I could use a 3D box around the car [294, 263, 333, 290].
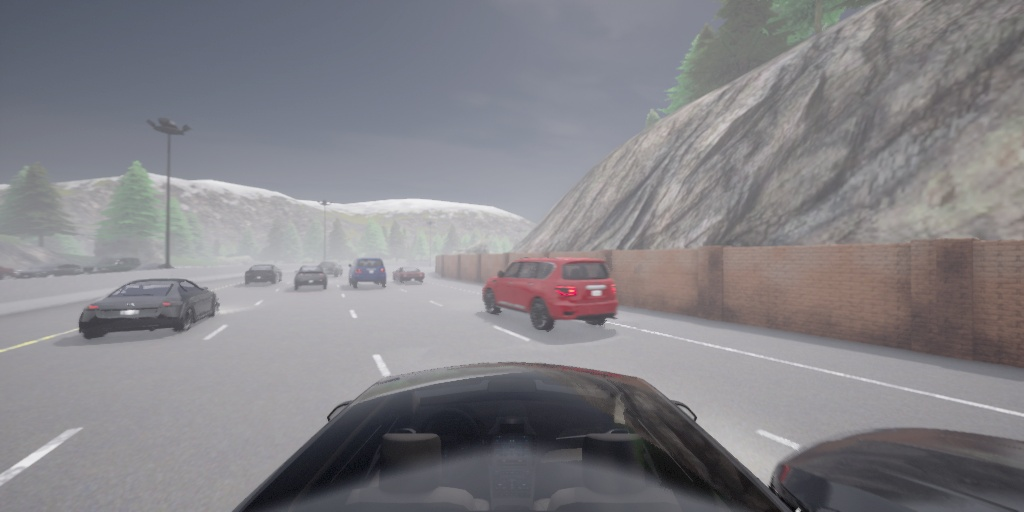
[{"bbox_3d":[-13.476,1.401,24.151,2.128,1.511,4.902,0,-1,-28],"label":"car"}]

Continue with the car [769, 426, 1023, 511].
[{"bbox_3d":[3.040,1.252,0.277,1.837,1.490,4.892,0,-1,-28],"label":"car"}]

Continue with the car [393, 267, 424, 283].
[{"bbox_3d":[-8.912,1.589,30.555,1.895,1.301,4.718,0,-1,-27],"label":"car"}]

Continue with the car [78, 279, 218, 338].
[{"bbox_3d":[-10.260,1.361,10.509,1.994,1.385,4.181,0,-1,-28],"label":"car"}]

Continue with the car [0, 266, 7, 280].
[{"bbox_3d":[-42.180,1.327,27.974,1.882,1.535,5.008,0,-1,-20],"label":"car"}]

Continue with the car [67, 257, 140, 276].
[{"bbox_3d":[-36.470,1.132,32.712,2.150,2.045,5.566,0,-1,-18],"label":"car"}]

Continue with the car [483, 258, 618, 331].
[{"bbox_3d":[0.958,1.070,11.748,2.150,2.045,5.566,0,0,-28],"label":"car"}]

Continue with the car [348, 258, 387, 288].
[{"bbox_3d":[-10.560,1.163,26.127,2.150,2.045,5.566,0,-1,-28],"label":"car"}]

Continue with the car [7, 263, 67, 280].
[{"bbox_3d":[-39.570,1.394,30.956,1.837,1.490,4.892,0,-1,-18],"label":"car"}]

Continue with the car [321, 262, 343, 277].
[{"bbox_3d":[-19.868,1.384,39.192,2.097,1.767,4.553,0,0,-17],"label":"car"}]

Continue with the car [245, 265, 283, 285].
[{"bbox_3d":[-19.426,1.408,28.207,1.882,1.535,5.008,0,0,-25],"label":"car"}]

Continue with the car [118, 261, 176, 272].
[{"bbox_3d":[-32.763,1.434,32.710,1.837,1.490,4.892,0,-1,-19],"label":"car"}]
